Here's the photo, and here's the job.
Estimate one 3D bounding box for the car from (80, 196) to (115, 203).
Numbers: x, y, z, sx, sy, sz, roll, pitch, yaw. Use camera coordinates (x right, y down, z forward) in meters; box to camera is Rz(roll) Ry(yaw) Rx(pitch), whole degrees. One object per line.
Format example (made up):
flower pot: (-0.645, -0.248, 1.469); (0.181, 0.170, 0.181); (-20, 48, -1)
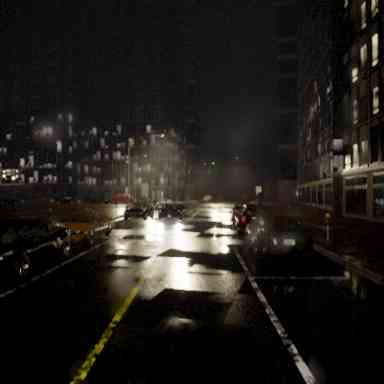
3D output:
car: (-15.266, 1.408, 53.867); (4.313, 1.339, 1.947); (0, -1, 15)

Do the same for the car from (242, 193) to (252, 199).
car: (12.555, 1.065, 76.072); (2.192, 1.841, 5.009); (1, 0, 15)

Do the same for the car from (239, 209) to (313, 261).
car: (2.974, 1.511, 11.924); (1.947, 1.339, 4.313); (1, 0, 2)

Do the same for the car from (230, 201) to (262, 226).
car: (3.651, 1.441, 23.234); (1.887, 1.381, 4.507); (1, 0, 5)

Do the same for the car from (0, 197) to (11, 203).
car: (-40.168, 1.647, 68.862); (4.403, 1.369, 2.008); (0, -1, 15)

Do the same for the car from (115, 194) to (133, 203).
car: (-13.190, 1.270, 61.472); (5.009, 1.841, 2.192); (0, -1, 15)

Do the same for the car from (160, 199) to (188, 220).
car: (-1.506, 1.490, 27.202); (1.895, 1.301, 4.718); (0, 0, 5)

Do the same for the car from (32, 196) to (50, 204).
car: (-29.541, 1.566, 65.950); (4.829, 1.417, 1.752); (0, -1, 15)

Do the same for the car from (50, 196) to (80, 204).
car: (-20.659, 1.421, 55.345); (4.403, 1.369, 2.008); (0, -1, 15)

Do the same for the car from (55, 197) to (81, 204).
car: (-23.981, 1.563, 64.426); (4.403, 1.369, 2.008); (0, -1, 15)

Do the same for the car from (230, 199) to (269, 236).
car: (3.264, 1.361, 17.604); (1.967, 1.590, 4.097); (1, 0, 4)

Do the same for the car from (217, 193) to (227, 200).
car: (8.109, 1.086, 89.919); (2.192, 1.841, 5.009); (1, 0, 16)

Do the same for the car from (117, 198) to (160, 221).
car: (-4.131, 1.447, 26.413); (2.008, 1.369, 4.403); (1, 0, 5)

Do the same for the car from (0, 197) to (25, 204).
car: (-31.445, 1.477, 58.301); (4.403, 1.369, 2.008); (0, -1, 15)

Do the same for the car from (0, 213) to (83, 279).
car: (-5.122, 1.524, 9.990); (1.947, 1.339, 4.313); (1, 0, 2)

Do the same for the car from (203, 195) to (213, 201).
car: (3.555, 1.310, 73.828); (1.752, 1.417, 4.829); (1, 0, 14)

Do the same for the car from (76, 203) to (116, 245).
car: (-4.894, 1.463, 15.314); (1.752, 1.417, 4.829); (1, 0, 3)
